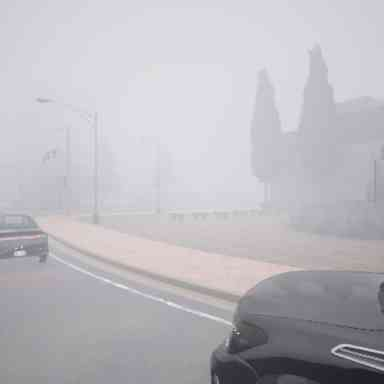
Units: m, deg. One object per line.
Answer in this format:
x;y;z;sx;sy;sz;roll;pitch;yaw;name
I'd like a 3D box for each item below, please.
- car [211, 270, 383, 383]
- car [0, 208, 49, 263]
2.829;1.224;2.099;5.566;2.045;2.150;0;0;35;car
-6.241;1.492;11.146;2.128;1.511;4.902;0;0;-38;car
